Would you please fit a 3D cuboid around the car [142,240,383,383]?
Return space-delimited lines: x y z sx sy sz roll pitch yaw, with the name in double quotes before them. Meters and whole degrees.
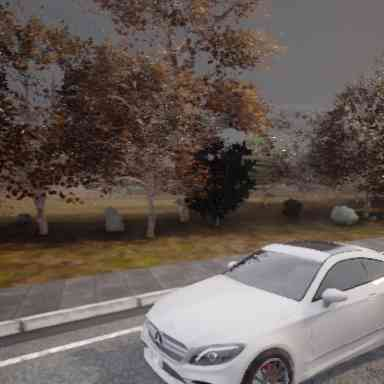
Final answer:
"car" 1.592 1.491 4.797 4.674 1.442 1.812 0 1 -32
